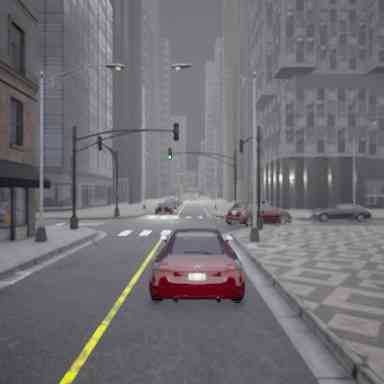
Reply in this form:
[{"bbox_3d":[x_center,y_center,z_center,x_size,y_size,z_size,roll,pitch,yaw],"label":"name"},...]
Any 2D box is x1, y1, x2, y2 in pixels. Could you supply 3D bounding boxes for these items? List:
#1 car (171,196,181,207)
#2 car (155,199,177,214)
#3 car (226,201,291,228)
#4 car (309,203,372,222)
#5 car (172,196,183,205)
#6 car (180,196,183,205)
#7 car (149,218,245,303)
[{"bbox_3d":[-3.042,1.724,47.108,2.033,1.411,5.357,0,0,0],"label":"car"},{"bbox_3d":[-3.055,1.738,37.456,1.895,1.301,4.718,0,0,0],"label":"car"},{"bbox_3d":[4.628,1.430,22.757,4.553,1.767,2.097,0,0,-30],"label":"car"},{"bbox_3d":[11.771,1.624,26.484,4.674,1.442,1.812,0,0,1],"label":"car"},{"bbox_3d":[-2.928,1.614,67.106,2.097,1.767,4.553,0,0,0],"label":"car"},{"bbox_3d":[-3.008,1.743,56.874,1.812,1.442,4.674,0,0,0],"label":"car"},{"bbox_3d":[0.111,1.592,8.349,1.994,1.385,4.181,0,0,0],"label":"car"}]
